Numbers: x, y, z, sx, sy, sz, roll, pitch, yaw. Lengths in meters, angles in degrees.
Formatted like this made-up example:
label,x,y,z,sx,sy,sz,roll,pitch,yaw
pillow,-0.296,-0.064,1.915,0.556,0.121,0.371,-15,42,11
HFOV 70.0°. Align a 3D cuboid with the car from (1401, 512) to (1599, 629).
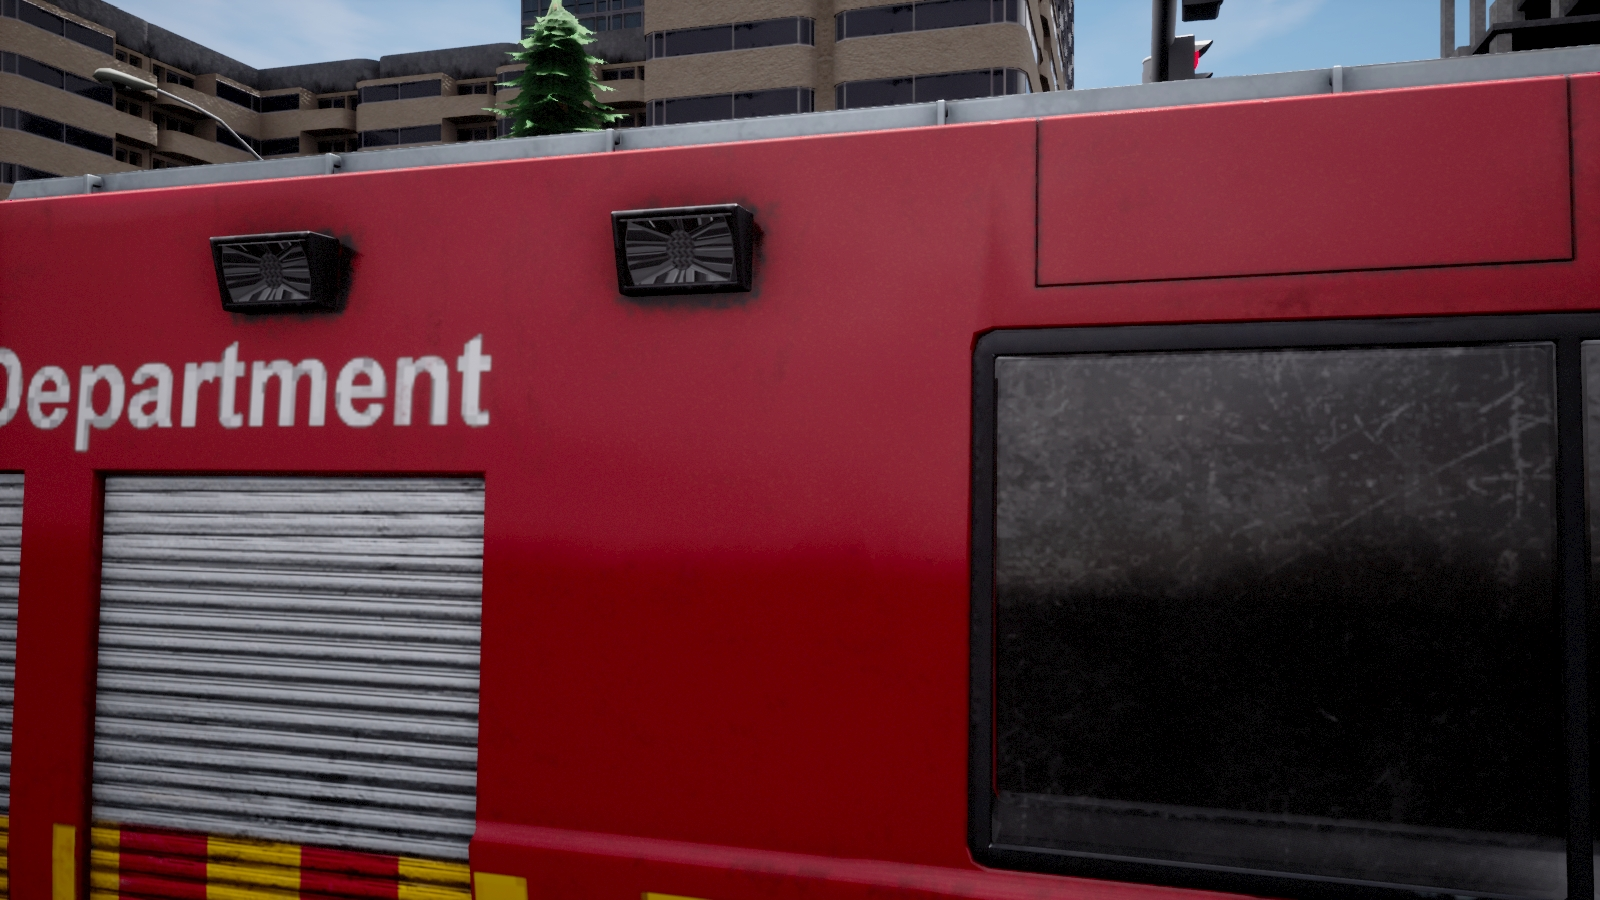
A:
label,x,y,z,sx,sy,sz,roll,pitch,yaw
car,12.484,2.037,20.491,2.038,1.542,4.974,0,0,16
